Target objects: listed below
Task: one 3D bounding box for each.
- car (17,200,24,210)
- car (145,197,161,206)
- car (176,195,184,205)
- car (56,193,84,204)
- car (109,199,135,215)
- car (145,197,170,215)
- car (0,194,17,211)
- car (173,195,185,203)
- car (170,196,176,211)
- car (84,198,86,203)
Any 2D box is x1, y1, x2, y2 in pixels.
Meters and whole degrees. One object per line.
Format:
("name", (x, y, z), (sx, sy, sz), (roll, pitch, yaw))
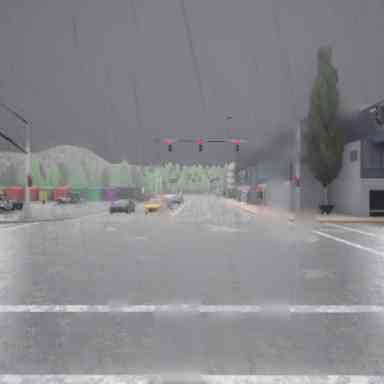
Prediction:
("car", (-21.306, 1.146, 37.692), (3.866, 1.878, 1.905), (0, 0, 0))
("car", (-6.558, 1.548, 56.377), (1.994, 1.385, 4.181), (0, 0, 2))
("car", (-3.002, 1.461, 58.123), (1.882, 1.535, 5.008), (0, 0, 2))
("car", (-21.280, 1.140, 57.315), (3.866, 1.878, 1.905), (0, 0, 0))
("car", (-7.139, 1.468, 34.419), (1.882, 1.535, 5.008), (0, 0, 1))
("car", (-3.646, 1.468, 34.180), (1.882, 1.535, 5.008), (0, 0, 1))
("car", (-21.370, 1.144, 34.798), (4.605, 1.855, 1.932), (0, 0, 0))
("car", (-2.605, 1.475, 69.033), (2.128, 1.511, 4.902), (0, 0, 2))
("car", (-3.396, 1.493, 41.450), (1.837, 1.490, 4.892), (0, 0, 2))
("car", (-21.259, 1.379, 60.211), (3.806, 1.475, 1.970), (0, 0, 0))
